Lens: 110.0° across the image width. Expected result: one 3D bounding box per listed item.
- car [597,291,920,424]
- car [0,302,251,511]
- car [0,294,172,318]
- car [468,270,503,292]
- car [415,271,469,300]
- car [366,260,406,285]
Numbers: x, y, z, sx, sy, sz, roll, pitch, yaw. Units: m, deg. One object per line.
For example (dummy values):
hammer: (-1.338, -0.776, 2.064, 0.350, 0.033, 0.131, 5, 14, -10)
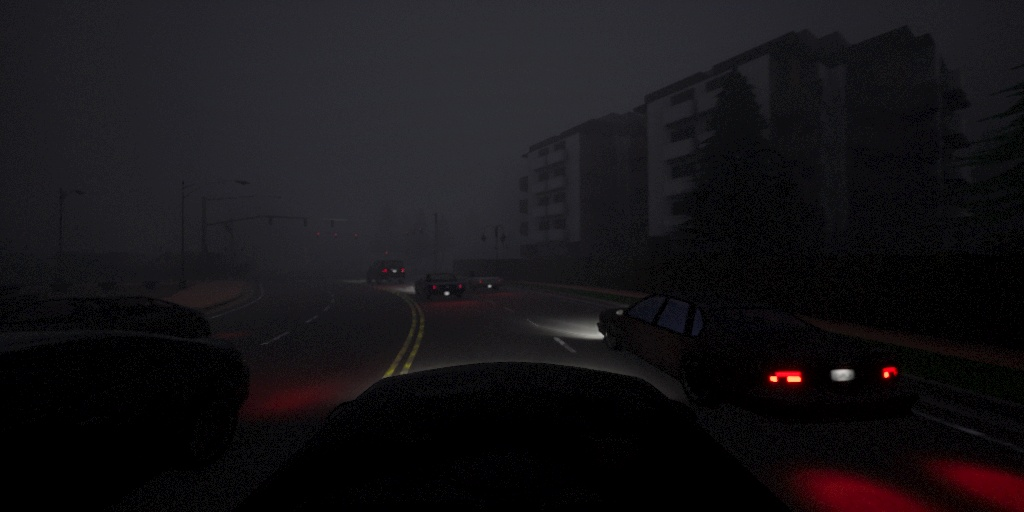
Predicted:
car: (3.197, 1.328, 6.259, 2.033, 1.411, 5.357, 0, -1, -6)
car: (-3.750, 1.304, 2.181, 1.812, 1.442, 4.674, 0, -1, -3)
car: (-7.647, 1.413, 6.396, 1.994, 1.385, 4.181, 0, -1, -9)
car: (-2.447, 1.615, 24.199, 1.895, 1.301, 4.718, 0, -1, -28)
car: (-4.065, 1.574, 19.589, 1.895, 1.301, 4.718, 0, -1, -24)
car: (-10.975, 1.364, 31.077, 2.150, 2.045, 5.566, 0, -1, -35)
